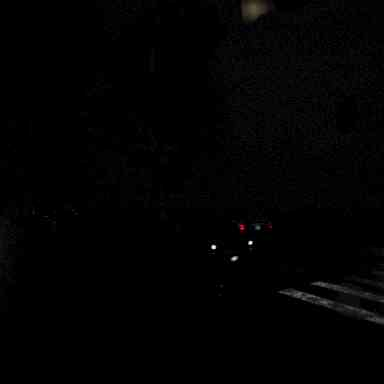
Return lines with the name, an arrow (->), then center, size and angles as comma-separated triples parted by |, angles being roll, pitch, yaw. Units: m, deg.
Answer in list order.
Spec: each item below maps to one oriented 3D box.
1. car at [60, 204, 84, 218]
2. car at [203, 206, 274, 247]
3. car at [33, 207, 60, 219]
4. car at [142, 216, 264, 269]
car -> -13.649, 2.119, 37.491 | 2.128, 1.511, 4.902 | 0, -1, -34
car -> 1.431, 1.479, 14.965 | 2.097, 1.767, 4.553 | 0, -1, -34
car -> -15.953, 2.228, 35.691 | 1.895, 1.301, 4.718 | 0, -1, -34
car -> 0.037, 1.704, 11.747 | 1.895, 1.301, 4.718 | 0, -1, -34
